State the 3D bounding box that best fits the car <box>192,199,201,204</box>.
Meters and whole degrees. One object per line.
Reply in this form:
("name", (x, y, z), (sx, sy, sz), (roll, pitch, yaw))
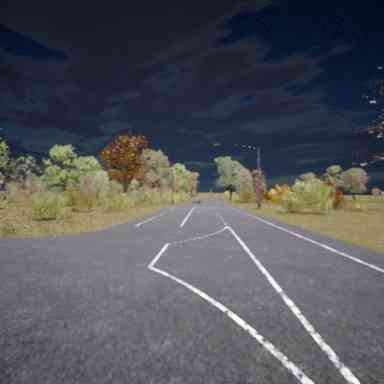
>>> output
("car", (1.203, 2.559, 89.428), (2.033, 1.411, 5.357), (-1, -1, 9))
